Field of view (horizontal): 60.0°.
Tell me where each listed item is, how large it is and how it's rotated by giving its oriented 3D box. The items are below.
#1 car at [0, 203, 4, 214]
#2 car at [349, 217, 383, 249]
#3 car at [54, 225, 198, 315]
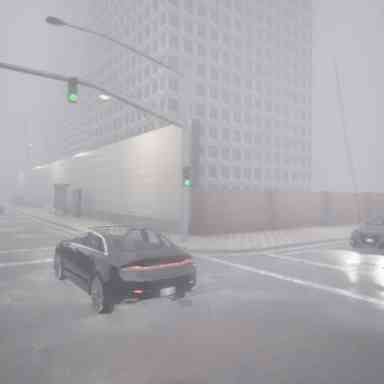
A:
[{"bbox_3d":[-20.938,1.635,34.769,1.895,1.301,4.718,1,-1,-35],"label":"car"},{"bbox_3d":[8.724,1.783,14.513,4.181,1.385,1.994,1,-1,-36],"label":"car"},{"bbox_3d":[-1.818,1.530,7.821,2.128,1.511,4.902,1,-1,-35],"label":"car"}]
